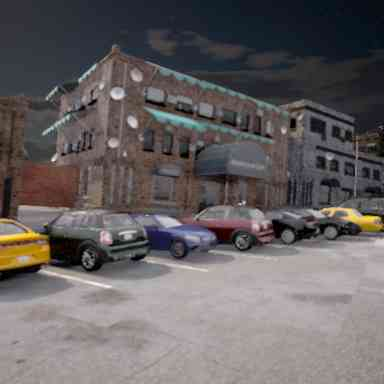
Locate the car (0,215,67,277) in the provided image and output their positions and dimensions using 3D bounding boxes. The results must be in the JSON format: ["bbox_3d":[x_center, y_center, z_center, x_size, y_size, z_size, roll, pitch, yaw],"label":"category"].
[{"bbox_3d":[-6.021,1.472,9.290,5.008,1.535,2.097,-1,-1,35],"label":"car"}]

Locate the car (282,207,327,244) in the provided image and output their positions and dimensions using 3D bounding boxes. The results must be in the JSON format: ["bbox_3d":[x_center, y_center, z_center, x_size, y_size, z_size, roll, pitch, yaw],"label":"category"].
[{"bbox_3d":[3.546,1.543,16.092,5.008,1.535,2.097,-1,-1,35],"label":"car"}]

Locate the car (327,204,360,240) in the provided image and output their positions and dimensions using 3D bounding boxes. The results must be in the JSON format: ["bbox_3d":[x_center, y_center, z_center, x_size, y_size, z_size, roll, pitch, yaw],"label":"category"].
[{"bbox_3d":[5.931,1.577,17.796,5.008,1.535,2.097,-1,-1,35],"label":"car"}]

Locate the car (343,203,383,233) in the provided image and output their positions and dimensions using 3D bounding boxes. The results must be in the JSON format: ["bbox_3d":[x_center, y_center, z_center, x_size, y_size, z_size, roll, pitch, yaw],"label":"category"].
[{"bbox_3d":[8.180,1.611,19.592,5.366,1.575,1.946,-1,-1,35],"label":"car"}]

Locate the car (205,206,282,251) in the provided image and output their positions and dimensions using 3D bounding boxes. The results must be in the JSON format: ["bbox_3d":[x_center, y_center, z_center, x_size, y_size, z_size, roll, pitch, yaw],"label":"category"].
[{"bbox_3d":[1.168,1.392,14.379,4.553,1.767,2.185,-1,-1,35],"label":"car"}]

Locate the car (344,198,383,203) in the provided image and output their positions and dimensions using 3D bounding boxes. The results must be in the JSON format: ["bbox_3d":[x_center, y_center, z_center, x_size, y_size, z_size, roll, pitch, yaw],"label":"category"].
[{"bbox_3d":[10.701,1.408,21.194,5.566,2.045,2.435,-1,-1,35],"label":"car"}]

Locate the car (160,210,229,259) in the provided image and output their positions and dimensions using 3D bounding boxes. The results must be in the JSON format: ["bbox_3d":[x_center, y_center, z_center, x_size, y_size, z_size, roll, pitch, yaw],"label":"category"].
[{"bbox_3d":[-1.242,1.537,12.707,4.674,1.452,2.002,-1,-1,35],"label":"car"}]

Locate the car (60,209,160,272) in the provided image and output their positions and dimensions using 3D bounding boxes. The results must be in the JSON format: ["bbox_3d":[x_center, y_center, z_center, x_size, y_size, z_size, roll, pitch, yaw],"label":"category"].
[{"bbox_3d":[-3.612,1.357,10.980,4.553,1.767,2.185,-1,-1,35],"label":"car"}]
